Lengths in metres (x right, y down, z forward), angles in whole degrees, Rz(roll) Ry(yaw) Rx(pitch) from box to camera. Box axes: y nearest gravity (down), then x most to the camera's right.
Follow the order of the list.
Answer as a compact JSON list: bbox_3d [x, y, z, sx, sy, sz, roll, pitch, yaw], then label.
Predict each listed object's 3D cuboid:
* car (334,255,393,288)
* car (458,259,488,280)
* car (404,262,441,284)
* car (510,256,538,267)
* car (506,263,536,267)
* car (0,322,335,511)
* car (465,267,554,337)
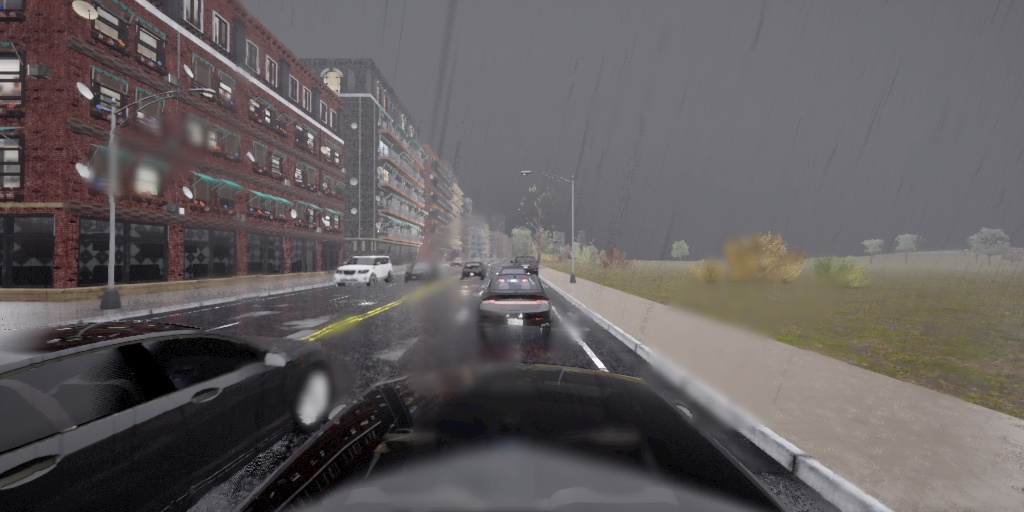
[{"bbox_3d":[-9.904,0.975,24.499,2.150,2.045,5.566,0,0,0],"label":"car"},{"bbox_3d":[-3.219,1.255,31.121,1.837,1.490,4.892,0,-1,0],"label":"car"},{"bbox_3d":[-6.658,1.231,27.098,1.882,1.535,5.008,0,0,0],"label":"car"},{"bbox_3d":[1.069,0.979,30.924,2.150,2.045,5.566,0,0,0],"label":"car"},{"bbox_3d":[0.060,1.301,20.712,2.033,1.411,5.357,0,0,0],"label":"car"},{"bbox_3d":[-3.152,1.254,2.621,1.837,1.490,4.892,0,0,0],"label":"car"},{"bbox_3d":[0.081,1.243,10.272,2.128,1.511,4.902,0,0,0],"label":"car"}]
